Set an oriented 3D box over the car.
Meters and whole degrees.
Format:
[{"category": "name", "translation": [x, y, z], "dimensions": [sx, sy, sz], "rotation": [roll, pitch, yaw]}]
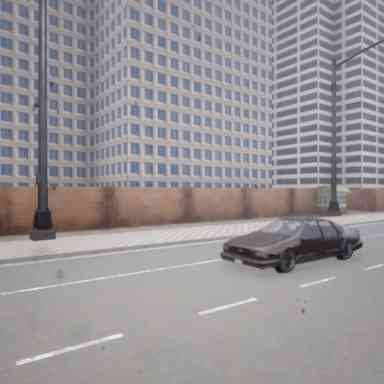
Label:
[{"category": "car", "translation": [3.451, 1.548, 10.793], "dimensions": [5.357, 1.411, 2.033], "rotation": [0, 0, -36]}]
